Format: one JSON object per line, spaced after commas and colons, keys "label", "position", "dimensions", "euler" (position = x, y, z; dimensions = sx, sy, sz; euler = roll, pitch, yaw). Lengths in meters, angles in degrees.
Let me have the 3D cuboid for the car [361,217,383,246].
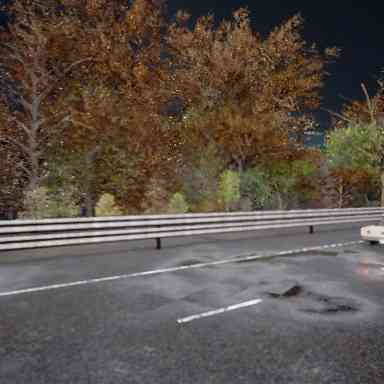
{"label": "car", "position": [9.623, 1.745, 14.789], "dimensions": [4.718, 1.301, 1.895], "euler": [1, 0, -35]}
